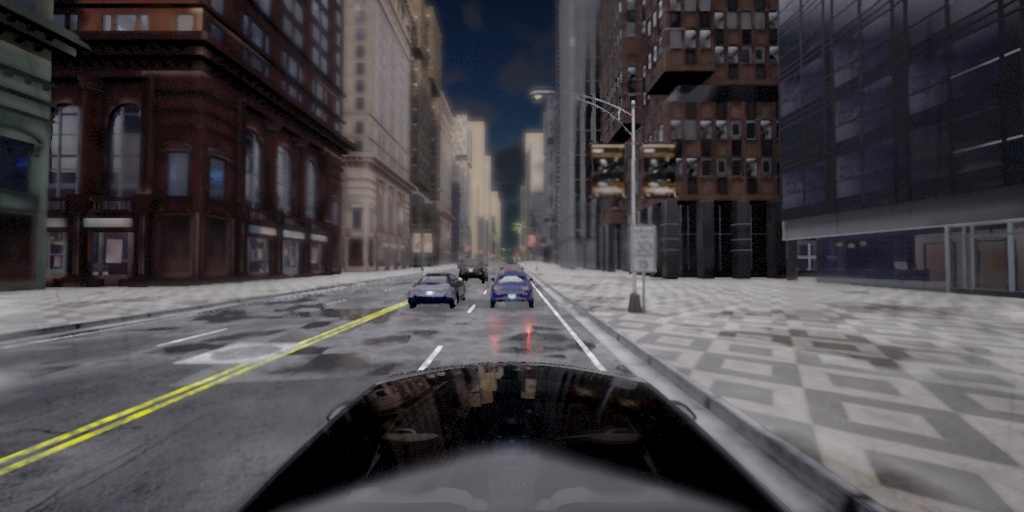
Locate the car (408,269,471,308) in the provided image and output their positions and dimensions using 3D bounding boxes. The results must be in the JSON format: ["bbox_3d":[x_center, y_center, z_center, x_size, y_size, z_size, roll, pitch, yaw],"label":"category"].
[{"bbox_3d":[-3.246,1.454,16.194,1.994,1.385,4.181,0,-1,0],"label":"car"}]

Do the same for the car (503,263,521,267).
[{"bbox_3d":[0.005,1.387,30.931,2.097,1.767,4.553,0,-1,0],"label":"car"}]

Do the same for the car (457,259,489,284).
[{"bbox_3d":[-3.247,1.253,30.884,2.150,2.045,5.566,0,0,0],"label":"car"}]

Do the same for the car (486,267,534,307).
[{"bbox_3d":[0.005,1.416,16.240,1.812,1.442,4.674,0,0,0],"label":"car"}]
